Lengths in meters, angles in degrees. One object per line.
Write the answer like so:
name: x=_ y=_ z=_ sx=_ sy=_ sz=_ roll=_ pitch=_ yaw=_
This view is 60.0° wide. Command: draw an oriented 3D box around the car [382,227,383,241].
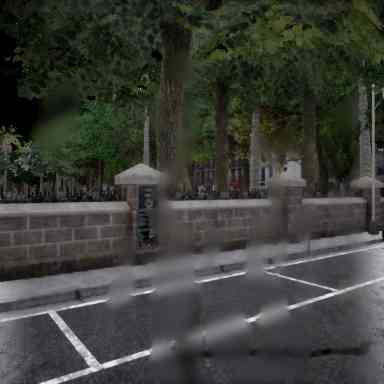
car: x=9.754 y=1.310 z=13.498 sx=5.009 sy=1.841 sz=2.192 roll=0 pitch=0 yaw=-36
